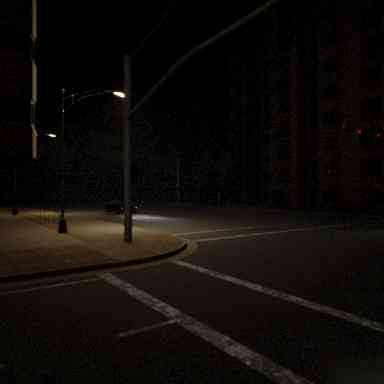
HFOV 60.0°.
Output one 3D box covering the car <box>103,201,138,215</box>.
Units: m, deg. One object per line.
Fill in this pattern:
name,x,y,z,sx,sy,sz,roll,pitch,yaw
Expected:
car,-7.266,1.592,33.700,1.895,1.301,4.718,0,0,-36
